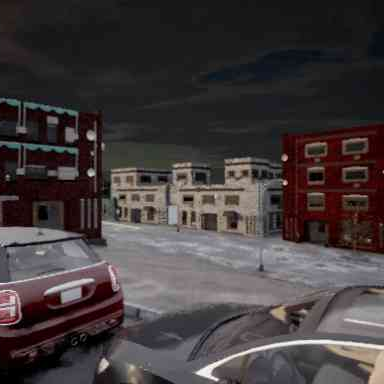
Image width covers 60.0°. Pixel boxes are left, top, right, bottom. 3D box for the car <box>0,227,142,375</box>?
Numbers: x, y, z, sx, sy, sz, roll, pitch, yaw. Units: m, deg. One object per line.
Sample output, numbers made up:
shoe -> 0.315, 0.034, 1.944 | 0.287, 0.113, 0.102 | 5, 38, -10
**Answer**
car -> -3.318, 1.367, 5.533 | 4.553, 1.767, 2.185 | 0, 0, 34
